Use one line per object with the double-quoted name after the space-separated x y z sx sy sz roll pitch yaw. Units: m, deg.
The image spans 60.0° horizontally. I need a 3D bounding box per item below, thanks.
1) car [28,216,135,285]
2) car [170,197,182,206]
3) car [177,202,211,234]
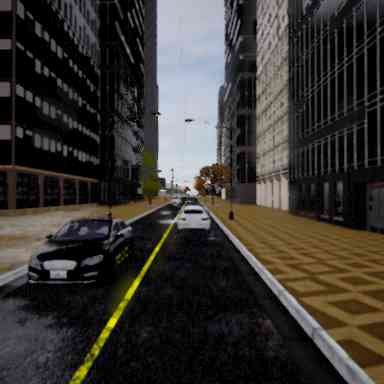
-2.850 1.497 9.541 2.128 1.511 4.902 0 0 0 "car"
-2.754 1.565 57.396 1.812 1.442 4.674 0 0 0 "car"
0.095 1.536 19.286 1.812 1.442 4.674 0 0 0 "car"
